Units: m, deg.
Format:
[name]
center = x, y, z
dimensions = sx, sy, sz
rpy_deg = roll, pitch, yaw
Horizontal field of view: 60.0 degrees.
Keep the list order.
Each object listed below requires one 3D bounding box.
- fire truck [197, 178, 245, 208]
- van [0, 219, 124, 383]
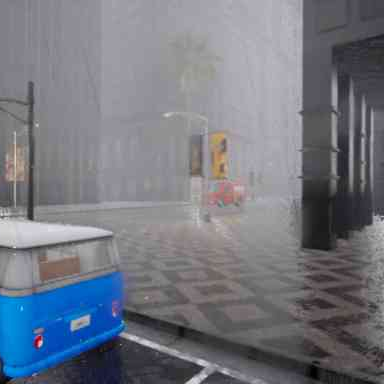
[fire truck]
center = 4.075, 0.061, 45.048
dimensions = 2.891, 3.827, 8.468
rpy_deg = 0, 1, 35
[van]
center = -2.857, 1.351, 5.106
dimensions = 3.998, 1.788, 1.690
rpy_deg = 0, 0, 36
